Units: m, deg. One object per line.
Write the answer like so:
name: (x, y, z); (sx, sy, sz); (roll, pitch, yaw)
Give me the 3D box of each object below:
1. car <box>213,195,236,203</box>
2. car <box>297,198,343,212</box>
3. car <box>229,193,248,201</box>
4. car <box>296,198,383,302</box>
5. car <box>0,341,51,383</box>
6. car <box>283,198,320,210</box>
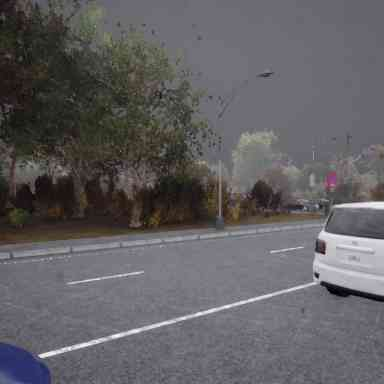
car: (6.602, 1.320, 68.001); (2.128, 1.511, 4.902); (0, 1, -33)
car: (15.511, 1.491, 40.505); (2.128, 1.511, 4.902); (0, 0, -32)
car: (7.235, 1.213, 47.049); (2.150, 2.045, 5.566); (0, 0, -32)
car: (4.996, 1.221, 7.319); (5.566, 2.045, 2.150); (0, 0, -35)
car: (-3.122, 1.526, 1.515); (4.674, 1.442, 1.812); (0, 0, -36)
car: (12.482, 1.492, 38.720); (2.128, 1.511, 4.902); (0, 0, -33)
